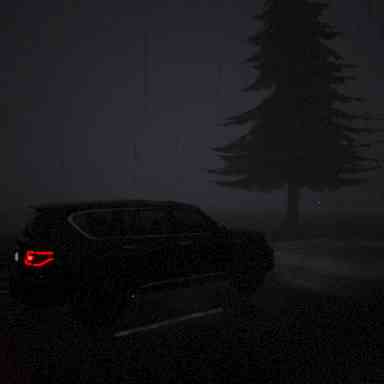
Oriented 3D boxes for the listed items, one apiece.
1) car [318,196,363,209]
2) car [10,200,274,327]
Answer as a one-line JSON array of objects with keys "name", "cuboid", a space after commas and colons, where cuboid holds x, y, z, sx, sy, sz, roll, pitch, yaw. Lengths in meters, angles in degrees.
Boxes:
[{"name": "car", "cuboid": [17.624, 1.213, 39.698, 4.892, 1.490, 1.837, 0, 0, 37]}, {"name": "car", "cuboid": [-0.758, 1.181, 7.178, 5.566, 2.045, 2.150, 0, 0, -33]}]
